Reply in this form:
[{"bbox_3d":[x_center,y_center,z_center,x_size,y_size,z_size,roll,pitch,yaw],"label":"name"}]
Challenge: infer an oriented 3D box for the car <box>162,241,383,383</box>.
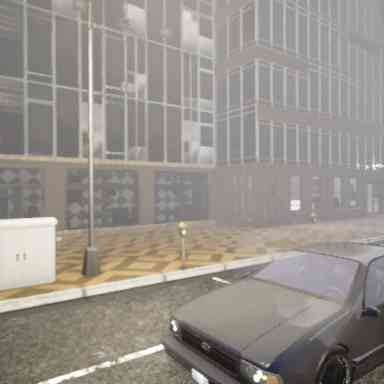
[{"bbox_3d":[2.247,1.519,4.984,5.357,1.411,2.033,0,0,-36],"label":"car"}]
